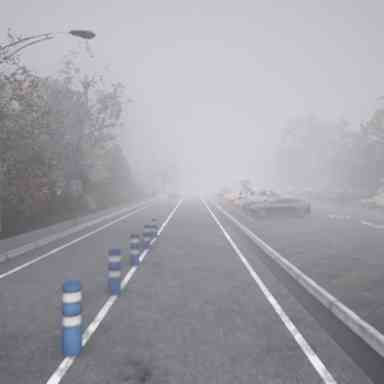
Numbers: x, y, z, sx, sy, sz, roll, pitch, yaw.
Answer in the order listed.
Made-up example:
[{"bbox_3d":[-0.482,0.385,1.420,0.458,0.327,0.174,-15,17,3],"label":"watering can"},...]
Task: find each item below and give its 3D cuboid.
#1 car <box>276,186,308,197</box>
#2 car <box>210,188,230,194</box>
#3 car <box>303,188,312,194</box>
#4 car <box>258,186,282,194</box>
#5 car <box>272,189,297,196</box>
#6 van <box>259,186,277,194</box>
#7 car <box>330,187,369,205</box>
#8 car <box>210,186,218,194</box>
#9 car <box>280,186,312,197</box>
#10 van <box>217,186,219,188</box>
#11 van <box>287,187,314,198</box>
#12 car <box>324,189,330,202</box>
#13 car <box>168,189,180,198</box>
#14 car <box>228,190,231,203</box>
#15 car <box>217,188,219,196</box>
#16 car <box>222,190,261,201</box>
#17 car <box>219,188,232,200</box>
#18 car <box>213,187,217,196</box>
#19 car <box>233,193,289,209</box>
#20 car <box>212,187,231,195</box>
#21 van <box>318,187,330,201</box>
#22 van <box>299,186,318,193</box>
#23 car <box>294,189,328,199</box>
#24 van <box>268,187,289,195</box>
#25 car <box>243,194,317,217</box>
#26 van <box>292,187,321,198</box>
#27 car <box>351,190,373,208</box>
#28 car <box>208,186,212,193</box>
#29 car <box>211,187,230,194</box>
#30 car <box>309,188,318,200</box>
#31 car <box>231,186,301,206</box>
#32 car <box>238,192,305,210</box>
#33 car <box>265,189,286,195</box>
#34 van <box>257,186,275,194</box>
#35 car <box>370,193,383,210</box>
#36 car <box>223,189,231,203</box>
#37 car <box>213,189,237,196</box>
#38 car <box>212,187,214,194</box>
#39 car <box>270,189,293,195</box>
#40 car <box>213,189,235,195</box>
[{"bbox_3d":[20.198,-0.107,67.377,5.566,2.045,2.435,0,1,0],"label":"car"},{"bbox_3d":[7.305,-0.211,87.011,5.008,1.535,2.097,0,1,0],"label":"car"},{"bbox_3d":[20.117,0.489,50.767,4.792,1.488,2.163,0,1,0],"label":"car"},{"bbox_3d":[20.362,-0.466,86.890,5.566,2.045,2.435,0,1,0],"label":"car"},{"bbox_3d":[20.267,0.042,72.921,5.008,1.535,2.097,0,1,0],"label":"car"},{"bbox_3d":[20.530,-0.492,89.659,4.442,1.987,1.878,0,1,0],"label":"van"},{"bbox_3d":[20.023,0.490,39.690,5.566,2.045,2.435,0,2,0],"label":"car"},{"bbox_3d":[6.986,0.094,70.359,5.366,1.575,1.946,0,1,0],"label":"car"},{"bbox_3d":[20.175,-0.055,64.607,5.566,2.045,2.435,0,1,0],"label":"car"},{"bbox_3d":[7.195,0.076,59.250,4.442,1.987,1.878,0,1,0],"label":"van"},{"bbox_3d":[20.063,0.021,61.839,4.442,1.987,1.878,0,1,0],"label":"van"},{"bbox_3d":[19.990,0.695,42.466,4.792,1.488,2.163,0,2,0],"label":"car"},{"bbox_3d":[-3.213,0.294,59.297,1.882,1.535,5.008,0,1,1],"label":"car"},{"bbox_3d":[6.899,0.821,37.063,4.892,1.521,2.231,0,2,0],"label":"car"},{"bbox_3d":[7.084,0.382,56.479,4.792,1.488,2.163,0,1,0],"label":"car"},{"bbox_3d":[7.171,0.524,48.159,5.366,1.575,1.946,0,1,0],"label":"car"},{"bbox_3d":[6.778,0.590,45.511,5.366,1.575,1.946,0,2,0],"label":"car"},{"bbox_3d":[7.096,0.229,64.807,4.792,1.488,2.163,0,1,0],"label":"car"},{"bbox_3d":[7.055,0.892,34.287,5.366,1.575,1.946,0,2,0],"label":"car"},{"bbox_3d":[7.233,-0.234,81.458,4.553,1.767,2.185,0,1,0],"label":"car"},{"bbox_3d":[20.159,0.364,45.352,4.442,1.987,1.878,0,1,0],"label":"van"},{"bbox_3d":[20.002,0.177,53.515,4.442,1.987,1.878,0,1,0],"label":"van"},{"bbox_3d":[20.139,0.349,56.303,5.008,1.535,2.097,0,1,0],"label":"car"},{"bbox_3d":[20.437,-0.288,78.581,4.442,1.987,1.878,0,1,0],"label":"van"},{"bbox_3d":[6.770,1.151,25.964,4.792,1.488,2.163,0,2,0],"label":"car"},{"bbox_3d":[20.273,0.072,59.068,4.442,1.987,1.878,0,1,0],"label":"van"},{"bbox_3d":[19.763,0.888,34.161,5.366,1.575,1.946,0,2,0],"label":"car"},{"bbox_3d":[7.056,-0.060,78.686,5.366,1.575,1.946,0,1,0],"label":"car"},{"bbox_3d":[7.256,-0.285,84.233,4.553,1.767,2.185,0,1,0],"label":"car"},{"bbox_3d":[20.094,0.550,48.129,4.792,1.488,2.163,0,1,0],"label":"car"},{"bbox_3d":[6.874,0.719,31.506,5.566,2.045,2.435,0,2,0],"label":"car"},{"bbox_3d":[6.828,1.046,28.738,5.008,1.535,2.097,0,2,0],"label":"car"},{"bbox_3d":[20.340,-0.071,81.230,4.674,1.452,2.002,0,1,0],"label":"car"},{"bbox_3d":[20.552,-0.541,92.304,4.442,1.987,1.878,0,1,0],"label":"van"},{"bbox_3d":[19.923,1.006,31.392,4.674,1.452,2.002,0,2,0],"label":"car"},{"bbox_3d":[6.730,0.742,39.840,5.366,1.575,1.946,0,2,0],"label":"car"},{"bbox_3d":[7.201,0.046,73.133,4.892,1.521,2.231,0,1,0],"label":"car"},{"bbox_3d":[7.119,0.177,67.583,4.792,1.488,2.163,0,1,0],"label":"car"},{"bbox_3d":[20.300,0.029,75.816,4.674,1.452,2.002,0,1,0],"label":"car"},{"bbox_3d":[7.211,-0.005,75.909,4.892,1.521,2.231,0,1,0],"label":"car"}]
